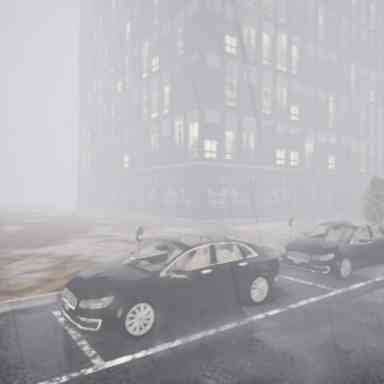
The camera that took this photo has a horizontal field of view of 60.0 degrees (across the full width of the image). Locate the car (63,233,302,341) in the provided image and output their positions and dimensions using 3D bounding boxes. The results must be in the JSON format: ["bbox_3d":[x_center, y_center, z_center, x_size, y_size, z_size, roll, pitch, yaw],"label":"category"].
[{"bbox_3d":[-0.159,1.541,6.432,4.403,1.369,2.008,0,1,-35],"label":"car"}]

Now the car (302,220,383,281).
[{"bbox_3d":[4.447,1.524,9.716,4.403,1.369,2.008,0,1,-35],"label":"car"}]
